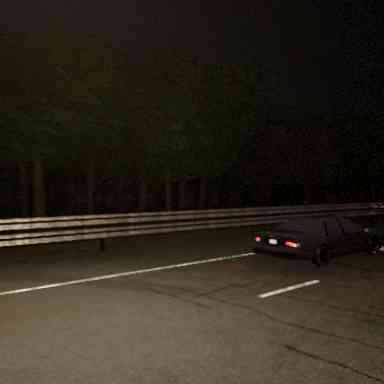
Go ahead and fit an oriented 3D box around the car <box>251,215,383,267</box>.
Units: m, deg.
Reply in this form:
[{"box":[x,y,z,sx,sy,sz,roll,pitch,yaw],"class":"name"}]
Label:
[{"box":[4.411,1.492,11.186,5.357,1.411,2.033,0,0,-35],"class":"car"}]
